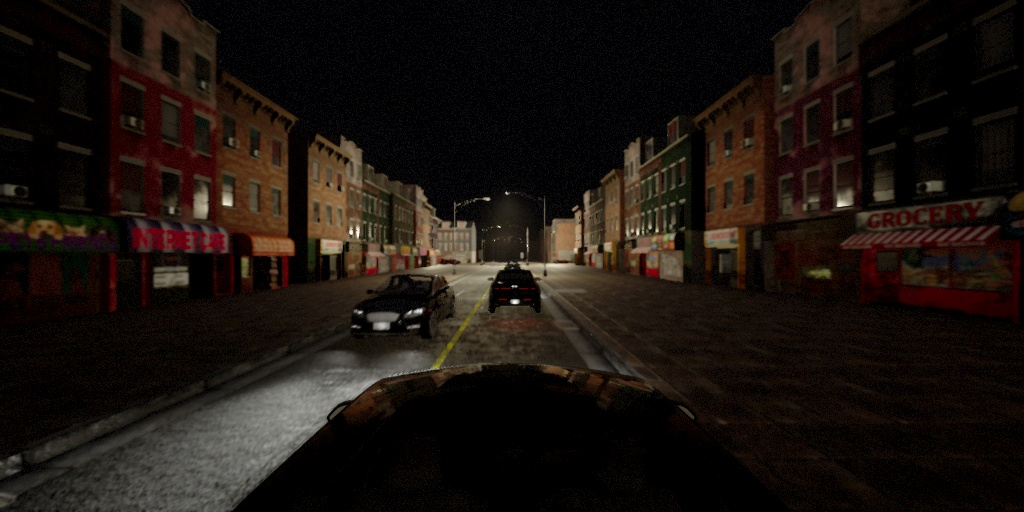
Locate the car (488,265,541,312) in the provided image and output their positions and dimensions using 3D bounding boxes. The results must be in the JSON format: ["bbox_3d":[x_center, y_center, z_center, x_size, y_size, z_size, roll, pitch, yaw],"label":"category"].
[{"bbox_3d":[0.099,1.259,14.241,1.837,1.490,4.892,0,0,0],"label":"car"}]

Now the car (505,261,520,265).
[{"bbox_3d":[0.087,1.336,42.920,1.994,1.385,4.181,0,0,0],"label":"car"}]

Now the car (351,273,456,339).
[{"bbox_3d":[-2.783,1.246,10.146,2.128,1.511,4.902,0,0,0],"label":"car"}]
